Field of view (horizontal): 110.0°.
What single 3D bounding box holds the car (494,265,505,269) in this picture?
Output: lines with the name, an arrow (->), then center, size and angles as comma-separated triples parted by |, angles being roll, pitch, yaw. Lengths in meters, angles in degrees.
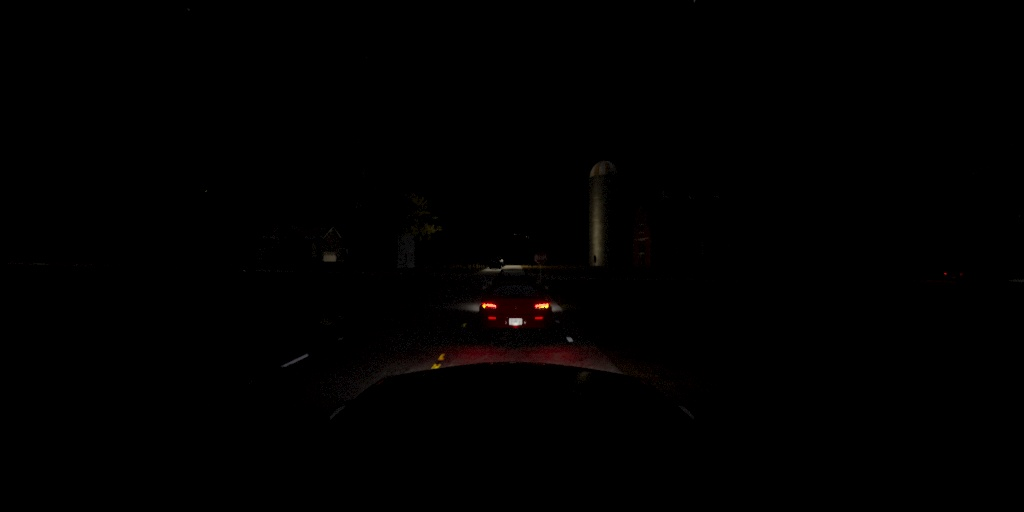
car -> 0.087, 1.369, 20.455 | 1.895, 1.301, 4.718 | 0, 0, 1

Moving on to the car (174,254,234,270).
car -> -29.450, 0.589, 34.372 | 4.892, 1.490, 1.837 | 2, 0, 0

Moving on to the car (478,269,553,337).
car -> 0.097, 1.277, 10.187 | 1.812, 1.442, 4.674 | 0, 0, 0

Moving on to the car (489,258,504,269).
car -> -2.763, 1.441, 59.280 | 1.882, 1.535, 5.008 | 0, 0, 0

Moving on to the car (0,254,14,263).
car -> -51.612, -0.037, 34.425 | 5.357, 1.411, 2.033 | 2, 0, 0

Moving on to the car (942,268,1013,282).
car -> 44.853, 1.786, 34.566 | 4.718, 1.301, 1.895 | 0, 0, 0
